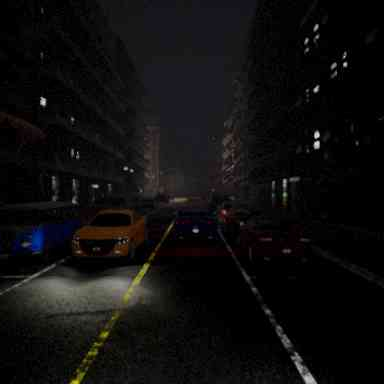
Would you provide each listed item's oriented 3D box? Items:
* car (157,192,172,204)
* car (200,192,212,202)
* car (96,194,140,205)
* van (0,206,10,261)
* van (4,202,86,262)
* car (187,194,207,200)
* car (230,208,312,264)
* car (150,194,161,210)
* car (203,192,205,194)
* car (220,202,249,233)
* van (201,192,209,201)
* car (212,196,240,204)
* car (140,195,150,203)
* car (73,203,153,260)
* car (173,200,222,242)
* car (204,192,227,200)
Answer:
[{"bbox_3d":[-5.079,0.994,55.690,2.192,1.841,5.009,1,0,0],"label":"car"},{"bbox_3d":[2.809,0.960,66.668,2.192,1.841,5.009,1,0,0],"label":"car"},{"bbox_3d":[-5.207,1.163,22.509,2.192,1.841,5.009,1,0,0],"label":"car"},{"bbox_3d":[-5.272,1.294,5.916,1.690,1.788,3.998,2,0,0],"label":"van"},{"bbox_3d":[-5.251,1.258,11.448,1.690,1.788,3.998,2,0,0],"label":"van"},{"bbox_3d":[0.227,1.268,33.233,1.882,1.535,5.008,0,0,0],"label":"car"},{"bbox_3d":[2.624,1.468,11.358,1.887,1.381,4.507,1,0,0],"label":"car"},{"bbox_3d":[-5.149,1.321,39.102,1.947,1.339,4.313,1,0,0],"label":"car"},{"bbox_3d":[2.721,1.175,44.543,1.967,1.590,4.097,1,0,0],"label":"car"},{"bbox_3d":[2.646,1.433,16.887,1.887,1.381,4.507,1,0,0],"label":"car"},{"bbox_3d":[2.830,0.968,72.199,1.690,1.788,3.998,1,0,0],"label":"van"},{"bbox_3d":[2.677,1.295,22.418,1.967,1.590,4.097,1,0,0],"label":"car"},{"bbox_3d":[-5.185,1.131,28.038,2.192,1.841,5.009,1,0,0],"label":"car"},{"bbox_3d":[-2.803,1.390,12.290,1.882,1.535,5.008,0,0,0],"label":"car"},{"bbox_3d":[0.157,1.371,15.667,1.882,1.535,5.008,0,0,0],"label":"car"},{"bbox_3d":[2.681,1.106,33.479,2.192,1.841,5.009,1,0,0],"label":"car"}]
